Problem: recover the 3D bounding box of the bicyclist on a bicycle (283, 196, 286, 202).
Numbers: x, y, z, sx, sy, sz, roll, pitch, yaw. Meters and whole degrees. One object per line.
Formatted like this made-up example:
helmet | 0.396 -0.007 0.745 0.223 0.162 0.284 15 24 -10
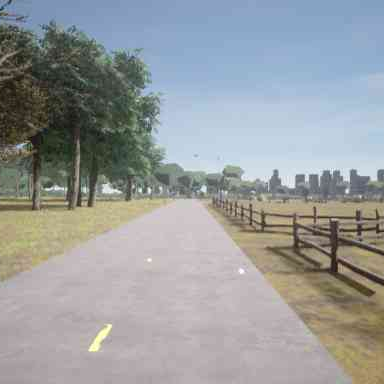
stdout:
bicyclist on a bicycle | 19.913 1.567 71.699 0.582 1.620 1.656 0 0 0
